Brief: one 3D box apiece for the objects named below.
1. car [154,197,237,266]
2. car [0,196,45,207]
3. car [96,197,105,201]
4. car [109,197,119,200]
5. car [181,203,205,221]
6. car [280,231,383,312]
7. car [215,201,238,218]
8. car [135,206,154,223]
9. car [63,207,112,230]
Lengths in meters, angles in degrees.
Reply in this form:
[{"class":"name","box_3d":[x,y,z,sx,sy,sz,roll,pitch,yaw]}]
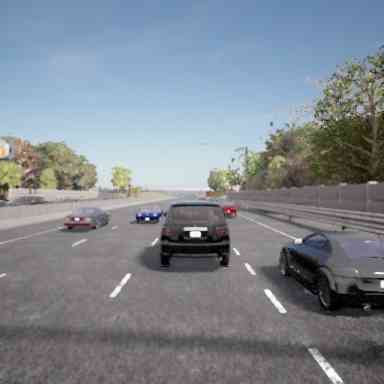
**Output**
[{"class":"car","box_3d":[0.093,1.306,12.022,2.150,2.045,5.566,0,0,0]},{"class":"car","box_3d":[-17.616,1.472,35.318,2.150,2.045,5.566,0,0,0]},{"class":"car","box_3d":[-21.049,1.797,76.993,1.812,1.442,4.674,0,0,0]},{"class":"car","box_3d":[-17.548,2.007,75.636,1.837,1.490,4.892,0,0,0]},{"class":"car","box_3d":[0.083,1.777,29.891,1.994,1.385,4.181,0,0,0]},{"class":"car","box_3d":[3.506,1.610,7.884,1.994,1.385,4.181,0,0,0]},{"class":"car","box_3d":[3.479,1.717,34.544,1.882,1.535,5.008,0,0,0]},{"class":"car","box_3d":[-3.416,1.798,27.675,1.895,1.301,4.718,0,0,0]},{"class":"car","box_3d":[-6.912,1.707,22.532,2.033,1.411,5.357,0,0,0]}]
